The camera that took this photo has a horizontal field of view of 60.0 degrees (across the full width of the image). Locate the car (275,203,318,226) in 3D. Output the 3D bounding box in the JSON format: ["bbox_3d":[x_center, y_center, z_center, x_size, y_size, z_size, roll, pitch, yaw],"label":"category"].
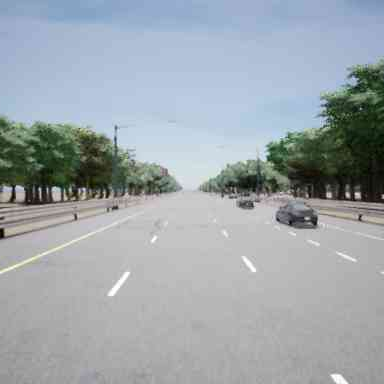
[{"bbox_3d":[6.995,1.445,22.468,1.812,1.442,4.674,0,0,0],"label":"car"}]

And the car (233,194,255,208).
[{"bbox_3d":[6.994,1.351,44.069,1.812,1.442,4.674,0,0,0],"label":"car"}]

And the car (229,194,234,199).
[{"bbox_3d":[11.170,1.189,87.687,2.033,1.411,5.357,0,0,18],"label":"car"}]
